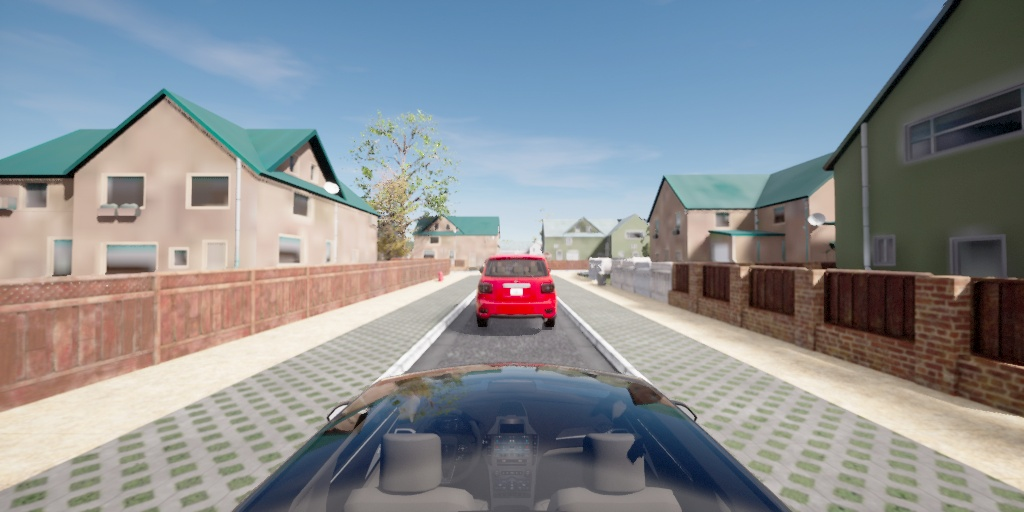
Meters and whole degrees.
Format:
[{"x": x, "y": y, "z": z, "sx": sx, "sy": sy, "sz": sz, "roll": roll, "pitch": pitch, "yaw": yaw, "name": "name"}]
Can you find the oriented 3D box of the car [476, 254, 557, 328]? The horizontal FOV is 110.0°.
[{"x": 0.111, "y": 0.960, "z": 11.441, "sx": 2.150, "sy": 2.045, "sz": 5.566, "roll": 0, "pitch": 0, "yaw": 0, "name": "car"}]
